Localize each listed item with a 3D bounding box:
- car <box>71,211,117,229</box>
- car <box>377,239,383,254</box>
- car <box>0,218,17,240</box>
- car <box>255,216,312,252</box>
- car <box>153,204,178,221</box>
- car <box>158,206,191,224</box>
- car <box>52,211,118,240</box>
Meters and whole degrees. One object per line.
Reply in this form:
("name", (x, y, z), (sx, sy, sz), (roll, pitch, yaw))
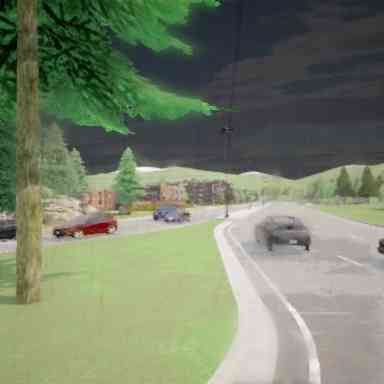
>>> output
("car", (-9.822, 2.761, 33.822), (1.882, 1.535, 5.008), (-2, -2, 20))
("car", (7.693, 1.677, 9.697), (2.033, 1.411, 5.357), (-1, -2, -1))
("car", (-12.538, 2.474, 21.508), (1.837, 1.490, 4.892), (-2, -2, 31))
("car", (4.239, 1.897, 16.033), (2.128, 1.511, 4.902), (-1, -2, 2))
("car", (-3.213, 2.643, 43.378), (2.150, 2.045, 5.566), (-2, -2, 15))
("car", (-1.514, 2.667, 36.697), (2.128, 1.511, 4.902), (-2, -2, 17))
("car", (-7.382, 2.384, 23.434), (1.882, 1.535, 5.008), (-2, -2, 30))
